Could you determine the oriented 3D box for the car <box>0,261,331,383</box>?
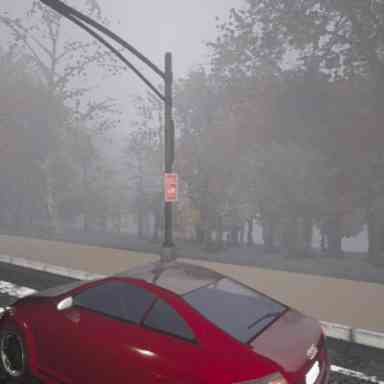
[{"bbox_3d":[-0.576,1.593,4.099,4.181,1.385,1.994,-1,0,35],"label":"car"}]
